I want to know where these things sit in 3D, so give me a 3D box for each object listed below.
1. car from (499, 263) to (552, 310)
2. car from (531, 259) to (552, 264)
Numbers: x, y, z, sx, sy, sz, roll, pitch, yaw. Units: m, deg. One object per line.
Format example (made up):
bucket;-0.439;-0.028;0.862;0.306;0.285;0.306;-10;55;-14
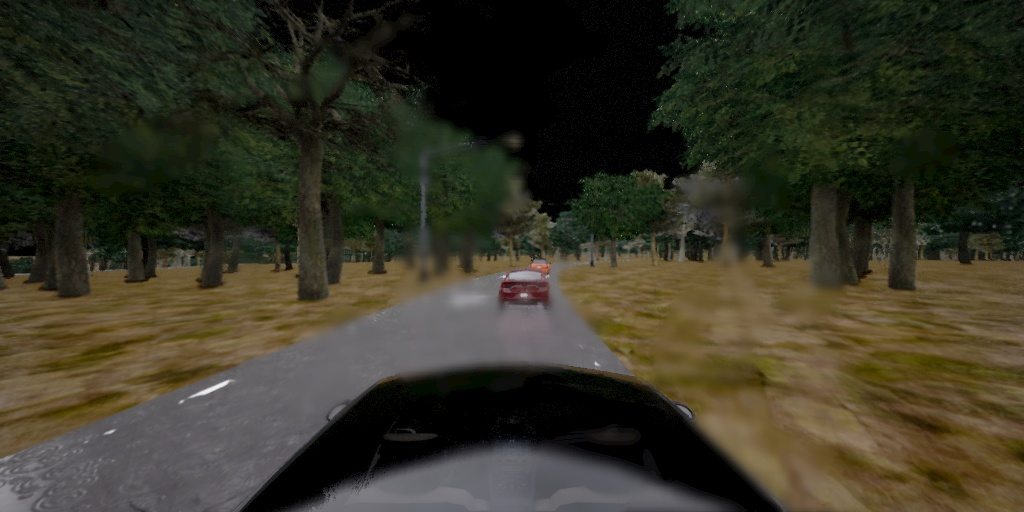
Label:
car;0.584;1.219;14.727;1.882;1.535;5.008;0;0;3
car;2.903;1.055;36.217;2.097;1.767;4.553;0;0;9
